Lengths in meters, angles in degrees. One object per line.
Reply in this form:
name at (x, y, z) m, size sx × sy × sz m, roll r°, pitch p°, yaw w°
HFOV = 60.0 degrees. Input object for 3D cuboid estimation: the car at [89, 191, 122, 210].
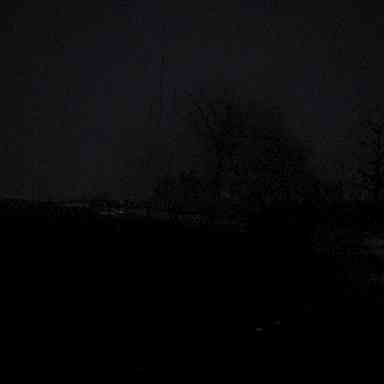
car at (-10.019, 0.974, 38.122) m, size 2.150 × 2.045 × 5.566 m, roll -1°, pitch 1°, yaw -35°
